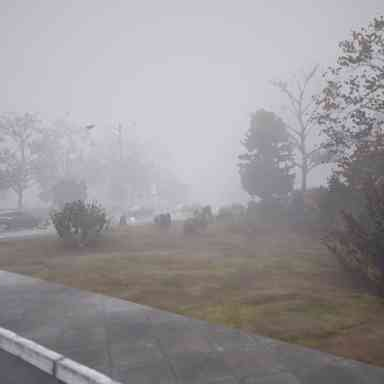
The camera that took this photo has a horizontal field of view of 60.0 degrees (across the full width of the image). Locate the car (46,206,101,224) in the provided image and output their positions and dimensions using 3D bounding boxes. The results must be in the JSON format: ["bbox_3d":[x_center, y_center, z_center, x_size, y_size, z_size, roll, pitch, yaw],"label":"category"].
[{"bbox_3d":[-11.891,2.318,33.706,2.128,1.511,4.902,-3,-2,32],"label":"car"}]

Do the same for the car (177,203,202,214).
[{"bbox_3d":[0.423,2.254,46.359,1.837,1.490,4.892,-3,-2,32],"label":"car"}]

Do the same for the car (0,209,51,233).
[{"bbox_3d":[-13.176,2.156,25.007,1.837,1.490,4.892,-3,-2,34],"label":"car"}]

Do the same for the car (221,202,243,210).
[{"bbox_3d":[6.120,2.183,48.863,2.033,1.411,5.357,-3,-2,32],"label":"car"}]

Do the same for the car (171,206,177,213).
[{"bbox_3d":[-1.310,2.453,50.485,1.812,1.442,4.674,-3,-2,33],"label":"car"}]

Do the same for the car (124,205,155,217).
[{"bbox_3d":[-6.604,2.391,42.069,1.812,1.442,4.674,-3,-2,32],"label":"car"}]
